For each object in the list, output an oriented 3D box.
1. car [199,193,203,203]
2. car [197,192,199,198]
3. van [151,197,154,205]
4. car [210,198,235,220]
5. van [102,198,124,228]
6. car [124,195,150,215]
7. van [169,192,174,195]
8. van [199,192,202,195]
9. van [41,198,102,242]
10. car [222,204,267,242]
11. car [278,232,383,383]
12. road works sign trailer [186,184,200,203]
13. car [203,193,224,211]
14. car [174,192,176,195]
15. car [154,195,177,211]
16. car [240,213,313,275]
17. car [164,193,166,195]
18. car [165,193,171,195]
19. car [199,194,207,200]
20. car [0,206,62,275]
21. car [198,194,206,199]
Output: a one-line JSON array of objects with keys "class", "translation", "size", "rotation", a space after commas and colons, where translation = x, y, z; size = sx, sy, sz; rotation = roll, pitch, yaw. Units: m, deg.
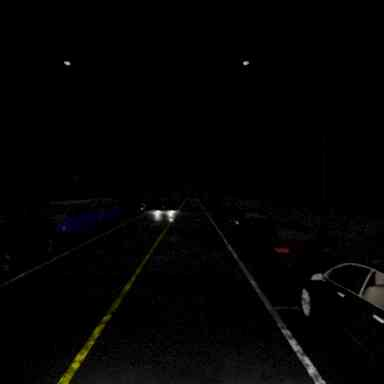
[{"class": "car", "translation": [2.732, 1.294, 60.914], "size": [1.752, 1.417, 4.829], "rotation": [0, 0, 0]}, {"class": "car", "translation": [2.724, 1.157, 77.653], "size": [1.967, 1.590, 4.097], "rotation": [0, 0, 0]}, {"class": "van", "translation": [-5.783, 1.188, 38.179], "size": [1.690, 1.788, 3.998], "rotation": [0, 0, 0]}, {"class": "car", "translation": [2.747, 1.433, 26.927], "size": [1.887, 1.381, 4.507], "rotation": [0, 0, 0]}, {"class": "van", "translation": [-5.776, 1.253, 21.271], "size": [1.690, 1.788, 3.998], "rotation": [0, 0, 0]}, {"class": "car", "translation": [-5.781, 1.183, 32.543], "size": [2.192, 1.841, 5.009], "rotation": [0, 0, 0]}, {"class": "van", "translation": [-5.801, 1.059, 77.637], "size": [1.690, 1.788, 3.998], "rotation": [0, 0, 0]}, {"class": "van", "translation": [2.729, 1.093, 66.379], "size": [1.690, 1.788, 3.998], "rotation": [0, 0, 0]}, {"class": "van", "translation": [-5.773, 1.275, 15.634], "size": [1.690, 1.788, 3.998], "rotation": [0, 0, 0]}, {"class": "car", "translation": [2.753, 1.484, 15.655], "size": [2.008, 1.369, 4.403], "rotation": [0, 0, 0]}, {"class": "car", "translation": [2.758, 1.531, 4.382], "size": [2.008, 1.369, 4.403], "rotation": [0, 0, 0]}, {"class": "road works sign trailer", "translation": [-0.029, 0.228, 62.691], "size": [2.380, 3.560, 2.880], "rotation": [0, 0, 0]}, {"class": "car", "translation": [2.742, 1.161, 38.198], "size": [2.192, 1.841, 5.009], "rotation": [0, 0, 0]}, {"class": "car", "translation": [-5.803, 1.267, 83.274], "size": [1.947, 1.339, 4.313], "rotation": [0, 0, 0]}, {"class": "car", "translation": [-3.113, 1.371, 38.639], "size": [1.812, 1.442, 4.674], "rotation": [0, 0, 0]}, {"class": "car", "translation": [2.755, 1.538, 10.019], "size": [1.802, 1.307, 4.206], "rotation": [0, 0, 0]}, {"class": "car", "translation": [-5.790, 1.333, 55.091], "size": [1.887, 1.381, 4.507], "rotation": [0, 0, 0]}, {"class": "car", "translation": [-5.796, 1.319, 66.364], "size": [1.947, 1.339, 4.313], "rotation": [0, 0, 0]}, {"class": "car", "translation": [2.722, 1.225, 83.459], "size": [1.752, 1.417, 4.829], "rotation": [0, 0, 0]}, {"class": "car", "translation": [-5.770, 1.397, 9.998], "size": [1.967, 1.590, 4.097], "rotation": [0, 0, 0]}, {"class": "car", "translation": [2.719, 1.233, 88.925], "size": [2.008, 1.369, 4.403], "rotation": [0, 0, 0]}]
